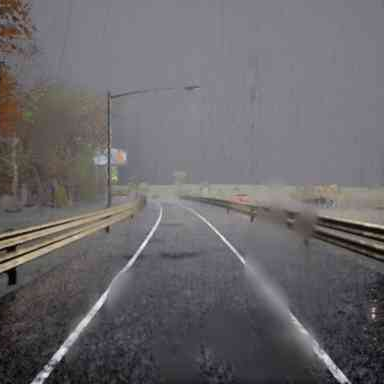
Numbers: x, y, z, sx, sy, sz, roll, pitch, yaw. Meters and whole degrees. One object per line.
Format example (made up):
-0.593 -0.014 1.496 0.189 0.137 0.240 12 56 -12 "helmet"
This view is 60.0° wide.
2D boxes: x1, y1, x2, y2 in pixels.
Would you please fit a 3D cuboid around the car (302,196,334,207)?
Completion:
17.805 1.249 47.214 2.128 1.511 4.902 0 0 -23 "car"

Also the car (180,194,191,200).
-1.938 1.406 94.268 1.882 1.535 5.008 0 0 -23 "car"

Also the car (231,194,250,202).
9.704 1.181 66.513 2.097 1.767 4.553 0 0 -23 "car"
